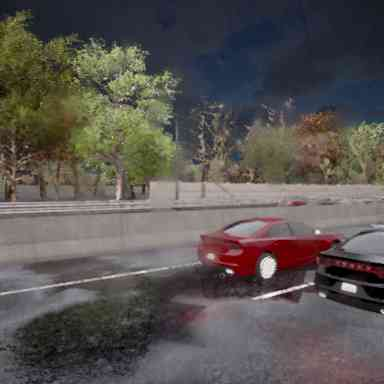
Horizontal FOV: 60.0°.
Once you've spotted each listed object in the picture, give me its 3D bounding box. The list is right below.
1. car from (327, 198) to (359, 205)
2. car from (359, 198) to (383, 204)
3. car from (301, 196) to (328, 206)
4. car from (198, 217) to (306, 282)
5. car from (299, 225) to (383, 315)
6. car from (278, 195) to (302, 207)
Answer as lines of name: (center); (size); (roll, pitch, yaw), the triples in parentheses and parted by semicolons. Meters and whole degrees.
car: (18.037, 1.490, 38.332); (4.674, 1.442, 1.812); (0, 0, -35)
car: (20.308, 1.469, 35.653); (4.892, 1.490, 1.837); (0, 0, -35)
car: (16.182, 1.469, 41.306); (4.892, 1.490, 1.837); (0, 0, -35)
car: (2.502, 1.467, 9.843); (5.008, 1.535, 1.882); (0, 0, -35)
car: (4.700, 1.467, 7.112); (5.008, 1.535, 1.882); (0, 0, -35)
car: (13.306, 1.315, 43.465); (4.553, 1.767, 2.097); (0, 0, -36)
